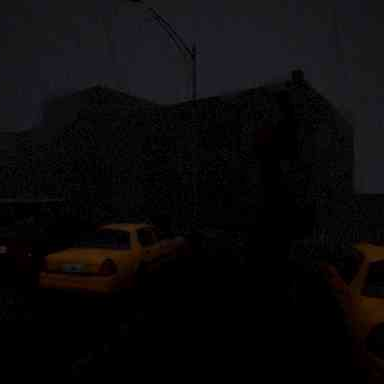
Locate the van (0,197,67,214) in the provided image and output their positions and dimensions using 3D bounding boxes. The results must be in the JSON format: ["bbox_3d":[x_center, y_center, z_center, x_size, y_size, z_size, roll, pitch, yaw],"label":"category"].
[{"bbox_3d":[-6.447,1.209,11.911,1.878,1.987,4.442,1,0,15],"label":"van"}]

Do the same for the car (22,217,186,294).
[{"bbox_3d":[-1.591,1.459,8.800,1.946,1.575,5.366,0,-1,15],"label":"car"}]

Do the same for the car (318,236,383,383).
[{"bbox_3d":[3.180,1.483,5.396,1.946,1.575,5.366,0,-1,16],"label":"car"}]

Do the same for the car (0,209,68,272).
[{"bbox_3d":[-4.026,1.478,10.352,2.163,1.488,4.792,0,-1,15],"label":"car"}]
